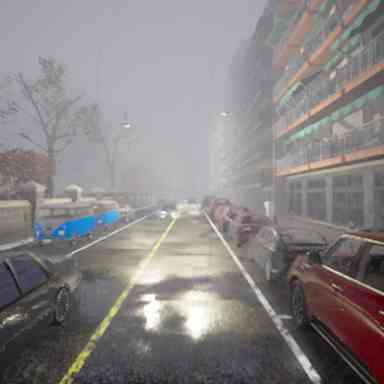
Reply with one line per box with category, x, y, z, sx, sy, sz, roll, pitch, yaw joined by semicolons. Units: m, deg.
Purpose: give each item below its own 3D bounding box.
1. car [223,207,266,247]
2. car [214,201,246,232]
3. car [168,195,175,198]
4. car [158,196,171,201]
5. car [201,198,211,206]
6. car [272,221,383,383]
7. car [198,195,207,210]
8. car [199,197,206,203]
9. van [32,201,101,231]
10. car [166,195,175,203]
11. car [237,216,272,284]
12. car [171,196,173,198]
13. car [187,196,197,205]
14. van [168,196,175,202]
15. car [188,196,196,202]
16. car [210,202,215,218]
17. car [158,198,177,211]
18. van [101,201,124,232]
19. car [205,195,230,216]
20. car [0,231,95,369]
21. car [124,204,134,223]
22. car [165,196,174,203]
car;2.694;1.618;15.165;1.887;1.381;4.507;0;0;0
car;2.695;1.543;20.795;1.967;1.590;4.097;0;0;0
car;-5.679;1.980;77.097;1.887;1.381;4.507;0;0;0
car;-5.680;1.932;65.839;1.947;1.339;4.313;0;0;0
car;2.700;1.910;65.837;1.887;1.381;4.507;0;0;0
car;2.694;1.334;3.906;2.192;1.841;5.009;0;0;0
car;2.400;1.486;47.797;2.150;2.045;5.566;0;0;0
car;2.702;2.099;88.355;1.802;1.307;4.206;0;0;0
van;-5.686;1.415;15.167;1.690;1.788;3.998;0;0;0
car;-5.679;1.832;88.358;2.192;1.841;5.009;0;0;0
car;2.694;1.596;9.535;2.008;1.369;4.403;0;0;0
car;-5.680;1.981;71.469;1.802;1.307;4.206;0;0;0
car;0.011;1.830;67.264;1.882;1.535;5.008;0;0;0
van;-5.678;1.899;93.988;1.690;1.788;3.998;0;0;0
car;0.013;1.803;87.566;1.882;1.535;5.008;0;0;0
car;2.695;1.715;26.425;1.802;1.307;4.206;0;0;0
car;-3.076;1.843;45.108;1.895;1.301;4.718;0;0;0
van;-5.685;1.444;20.796;1.690;1.788;3.998;0;0;0
car;2.696;1.480;32.056;2.192;1.841;5.009;0;0;0
car;-3.102;1.569;4.365;2.033;1.411;5.357;0;0;0
car;-5.685;1.684;26.426;2.008;1.369;4.403;0;0;0
car;-5.678;1.915;82.726;1.967;1.590;4.097;0;0;0
